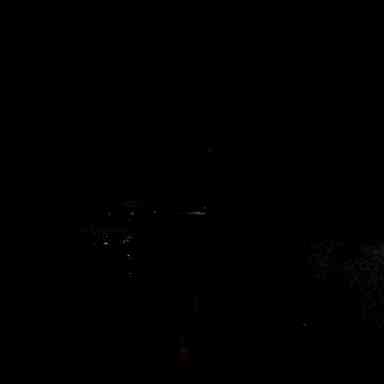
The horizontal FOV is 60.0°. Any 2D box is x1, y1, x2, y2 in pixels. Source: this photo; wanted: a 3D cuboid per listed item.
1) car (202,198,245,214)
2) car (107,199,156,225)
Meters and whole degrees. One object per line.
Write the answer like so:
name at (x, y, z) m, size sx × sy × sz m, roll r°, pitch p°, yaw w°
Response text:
car at (3.026, 1.290, 31.901) m, size 4.181 × 1.385 × 1.994 m, roll 0°, pitch 1°, yaw -26°
car at (-3.922, 1.227, 22.210) m, size 1.882 × 1.535 × 5.008 m, roll 1°, pitch 1°, yaw 11°
